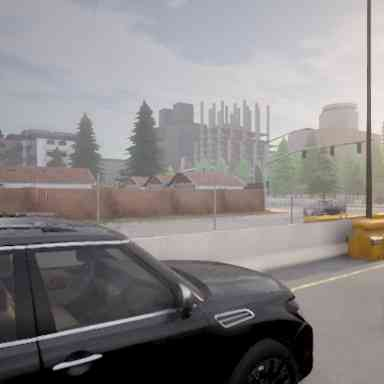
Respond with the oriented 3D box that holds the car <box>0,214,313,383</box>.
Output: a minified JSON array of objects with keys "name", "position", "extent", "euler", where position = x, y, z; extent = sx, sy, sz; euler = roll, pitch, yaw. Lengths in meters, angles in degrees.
[{"name":"car","position":[-1.372,1.220,2.766],"extent":[5.566,2.045,2.150],"euler":[0,0,-36]}]

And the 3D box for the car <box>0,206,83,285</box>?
[{"name":"car","position":[-5.463,1.352,8.692],"extent":[4.553,1.767,2.097],"euler":[0,0,-35]}]
